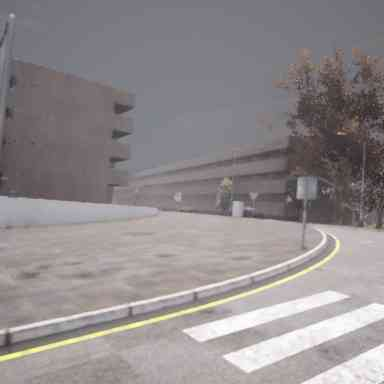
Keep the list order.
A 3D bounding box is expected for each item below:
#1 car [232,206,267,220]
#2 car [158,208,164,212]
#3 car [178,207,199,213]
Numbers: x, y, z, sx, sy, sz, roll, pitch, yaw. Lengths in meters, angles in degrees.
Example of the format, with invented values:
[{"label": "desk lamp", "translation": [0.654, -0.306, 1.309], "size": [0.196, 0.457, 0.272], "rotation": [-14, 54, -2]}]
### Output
[{"label": "car", "translation": [6.399, 2.390, 38.365], "size": [2.033, 1.411, 5.357], "rotation": [6, -3, -23]}, {"label": "car", "translation": [-7.115, 3.988, 67.654], "size": [2.128, 1.511, 4.902], "rotation": [6, -7, -25]}, {"label": "car", "translation": [-0.572, 3.032, 53.876], "size": [1.895, 1.301, 4.718], "rotation": [6, -6, -25]}]
